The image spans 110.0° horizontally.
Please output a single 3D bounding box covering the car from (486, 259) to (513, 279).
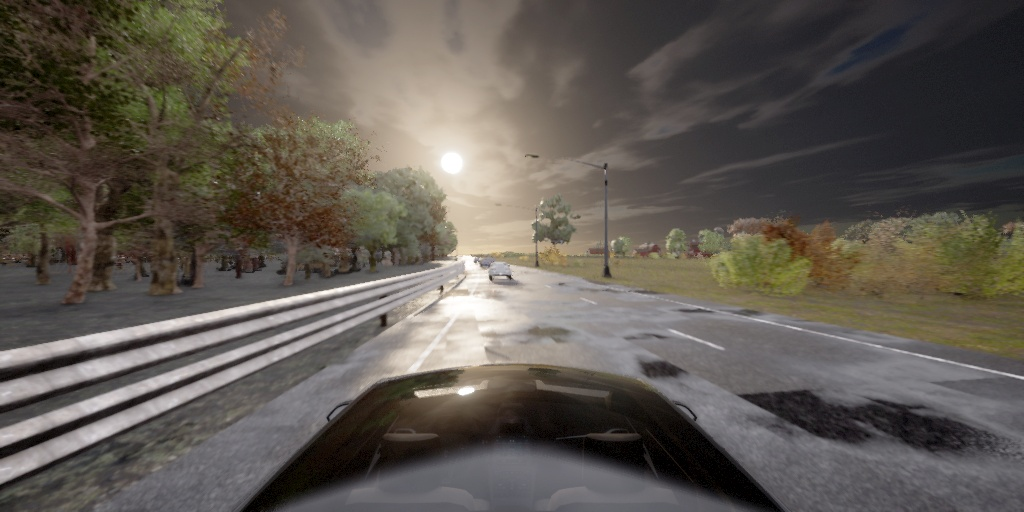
[{"bbox_3d":[-1.084,1.228,31.397,1.812,1.442,4.674,0,0,-5],"label":"car"}]

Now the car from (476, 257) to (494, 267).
[{"bbox_3d":[-4.539,1.173,60.931,2.033,1.411,5.357,0,0,-8],"label":"car"}]
